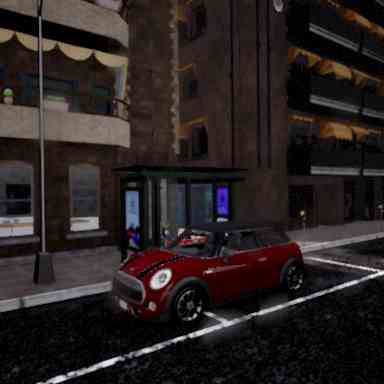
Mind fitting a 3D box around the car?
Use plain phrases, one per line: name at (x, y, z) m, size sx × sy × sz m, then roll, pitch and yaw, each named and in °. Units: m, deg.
car at (0.434, 1.378, 6.882) m, size 4.097 × 1.590 × 1.967 m, roll -1°, pitch 1°, yaw -36°
